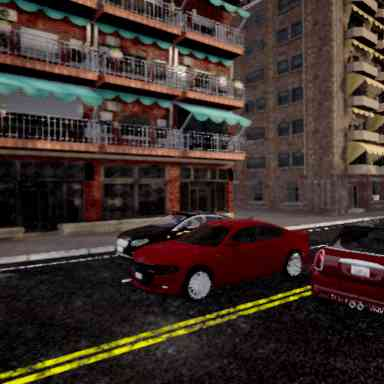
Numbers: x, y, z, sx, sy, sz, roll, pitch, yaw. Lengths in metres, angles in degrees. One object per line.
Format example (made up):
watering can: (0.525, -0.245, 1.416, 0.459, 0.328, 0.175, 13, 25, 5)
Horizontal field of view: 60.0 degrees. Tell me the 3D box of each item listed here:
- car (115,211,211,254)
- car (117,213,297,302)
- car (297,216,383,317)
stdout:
car: (-0.213, 1.456, 11.585, 4.902, 1.511, 2.128, -1, 0, -36)
car: (0.909, 1.445, 8.382, 5.008, 1.535, 1.882, 0, 0, -36)
car: (4.484, 1.302, 6.724, 4.553, 1.767, 2.097, -1, 0, -36)
